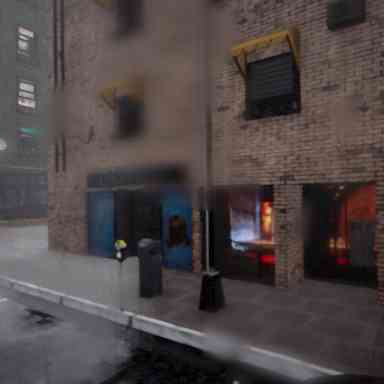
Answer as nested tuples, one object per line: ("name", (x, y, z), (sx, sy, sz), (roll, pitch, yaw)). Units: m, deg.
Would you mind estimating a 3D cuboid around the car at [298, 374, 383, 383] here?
("car", (2.263, 1.538, 1.117), (4.403, 1.369, 2.008), (-1, -1, 36))
